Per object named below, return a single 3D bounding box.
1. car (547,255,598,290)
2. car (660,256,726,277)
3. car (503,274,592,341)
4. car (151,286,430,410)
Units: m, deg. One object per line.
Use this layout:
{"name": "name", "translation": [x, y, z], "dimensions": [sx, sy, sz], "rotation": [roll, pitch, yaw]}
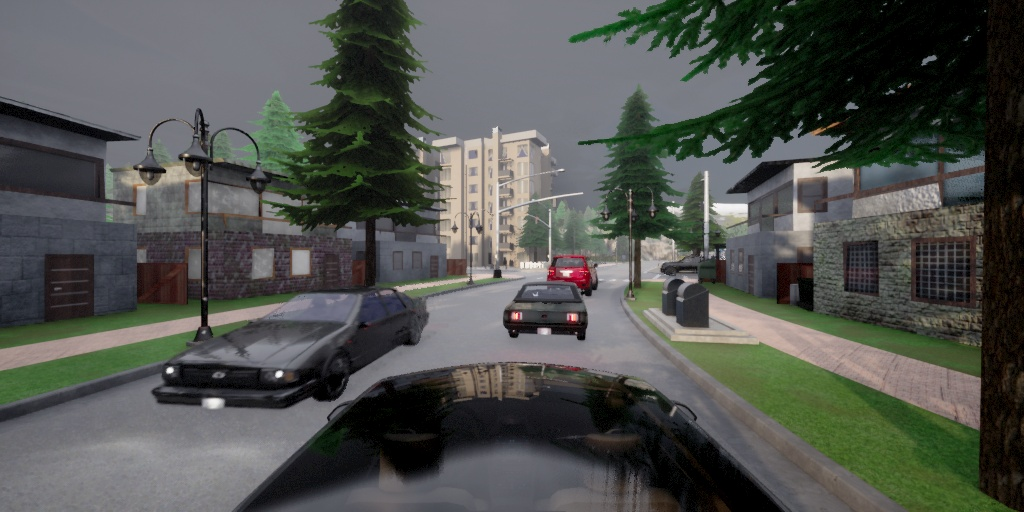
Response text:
{"name": "car", "translation": [3.376, 0.971, 19.486], "dimensions": [2.150, 2.045, 5.566], "rotation": [0, 0, 18]}
{"name": "car", "translation": [17.377, 0.990, 34.692], "dimensions": [5.566, 2.045, 2.150], "rotation": [0, 0, 27]}
{"name": "car", "translation": [1.074, 1.351, 9.992], "dimensions": [1.895, 1.301, 4.718], "rotation": [0, 0, 9]}
{"name": "car", "translation": [-3.150, 1.297, 6.739], "dimensions": [2.033, 1.411, 5.357], "rotation": [0, 0, 6]}
